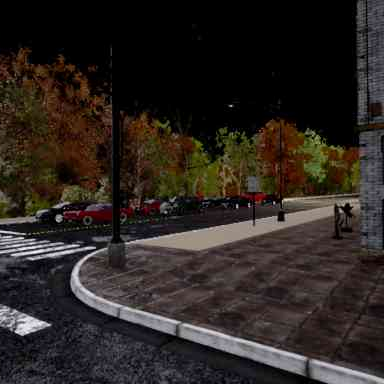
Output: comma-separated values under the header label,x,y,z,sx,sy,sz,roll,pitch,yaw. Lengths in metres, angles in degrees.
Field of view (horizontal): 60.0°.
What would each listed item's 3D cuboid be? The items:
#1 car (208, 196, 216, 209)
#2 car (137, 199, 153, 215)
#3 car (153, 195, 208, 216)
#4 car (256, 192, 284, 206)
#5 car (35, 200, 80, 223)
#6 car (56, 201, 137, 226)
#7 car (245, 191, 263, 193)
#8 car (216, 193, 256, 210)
label,x,y,z,sx,sy,sz,roll,pitch,yaw
car,2.532,1.195,39.968,2.128,1.511,4.902,-1,0,36
car,-3.648,1.374,31.572,1.994,1.385,4.181,-1,0,36
car,-0.906,1.117,29.821,2.097,1.767,4.553,-1,0,36
car,11.129,1.061,46.103,1.837,1.490,4.892,-1,0,37
car,-8.926,1.406,24.399,1.837,1.490,4.892,-1,0,36
car,-6.298,1.459,22.481,1.895,1.301,4.718,-1,0,36
car,8.727,0.817,48.320,2.150,2.045,5.566,-1,0,37
car,5.068,1.166,37.929,1.837,1.490,4.892,-1,0,36
